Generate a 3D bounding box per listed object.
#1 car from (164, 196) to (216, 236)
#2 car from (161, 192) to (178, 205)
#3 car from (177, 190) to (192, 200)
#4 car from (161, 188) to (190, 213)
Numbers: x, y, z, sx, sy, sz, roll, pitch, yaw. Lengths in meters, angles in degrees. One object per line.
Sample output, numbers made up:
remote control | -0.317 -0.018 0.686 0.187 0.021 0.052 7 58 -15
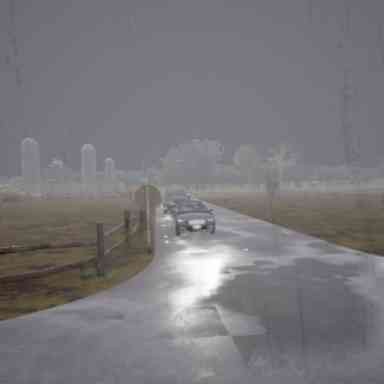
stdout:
car | -0.083 1.198 16.750 2.128 1.511 4.902 -2 1 -7
car | -2.916 0.828 42.600 1.994 1.385 4.181 -2 1 -6
car | -1.322 0.514 54.921 2.033 1.411 5.357 -2 1 -6
car | -1.443 0.720 28.823 2.150 2.045 5.566 -2 2 -6
